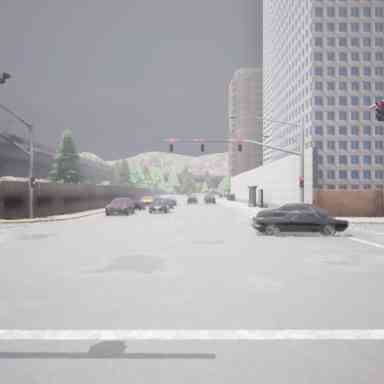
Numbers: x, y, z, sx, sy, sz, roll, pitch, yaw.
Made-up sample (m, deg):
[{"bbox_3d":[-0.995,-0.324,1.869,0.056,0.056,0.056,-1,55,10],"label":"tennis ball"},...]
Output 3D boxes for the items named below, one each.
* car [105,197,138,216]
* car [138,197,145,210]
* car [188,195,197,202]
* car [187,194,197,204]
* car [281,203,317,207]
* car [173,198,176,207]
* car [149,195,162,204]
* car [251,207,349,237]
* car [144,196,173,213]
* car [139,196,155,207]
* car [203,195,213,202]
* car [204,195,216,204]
[{"bbox_3d":[-7.059,1.352,32.911,2.097,1.767,4.553,0,0,0],"label":"car"},{"bbox_3d":[-7.049,1.601,41.897,1.895,1.301,4.718,0,0,0],"label":"car"},{"bbox_3d":[0.078,1.327,74.507,1.837,1.490,4.892,0,0,0],"label":"car"},{"bbox_3d":[0.068,1.477,64.285,1.882,1.535,5.008,0,0,0],"label":"car"},{"bbox_3d":[6.900,1.546,22.700,4.892,1.490,1.837,1,2,24],"label":"car"},{"bbox_3d":[-3.550,1.564,45.416,1.994,1.385,4.181,0,0,-1],"label":"car"},{"bbox_3d":[-6.976,1.478,64.259,1.882,1.535,5.008,0,1,1],"label":"car"},{"bbox_3d":[5.577,1.631,17.695,4.718,1.301,1.895,0,0,0],"label":"car"},{"bbox_3d":[-3.550,1.491,36.497,2.128,1.511,4.902,0,0,0],"label":"car"},{"bbox_3d":[-7.032,1.477,52.341,1.882,1.535,5.008,0,0,0],"label":"car"},{"bbox_3d":[3.578,1.367,74.502,2.033,1.411,5.357,0,0,0],"label":"car"},{"bbox_3d":[3.568,1.505,64.280,1.837,1.490,4.892,0,0,0],"label":"car"}]
